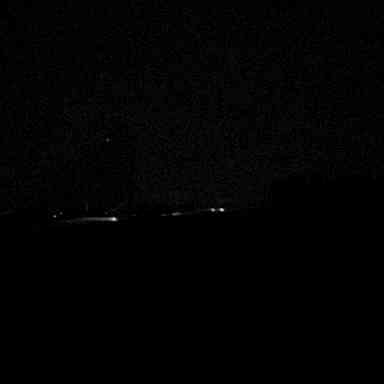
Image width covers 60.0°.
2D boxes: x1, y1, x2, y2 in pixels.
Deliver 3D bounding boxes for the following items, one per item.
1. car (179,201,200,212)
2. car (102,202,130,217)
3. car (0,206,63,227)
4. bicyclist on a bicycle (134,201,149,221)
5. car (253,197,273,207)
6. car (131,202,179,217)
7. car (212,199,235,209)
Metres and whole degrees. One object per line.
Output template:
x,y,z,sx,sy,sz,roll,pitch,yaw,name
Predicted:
-1.068,1.772,41.631,1.895,1.301,4.718,-2,-1,35,car
-6.832,1.711,33.477,1.812,1.442,4.674,-2,-1,35,car
-12.561,1.754,25.300,2.033,1.411,5.357,-2,-1,34,car
-4.093,1.513,26.981,1.656,1.620,0.582,-1,0,35,bicyclist on a bicycle
11.759,1.628,54.755,1.882,1.535,5.008,-2,-1,35,car
-3.610,1.667,32.930,1.994,1.385,4.181,-2,-1,35,car
4.755,1.714,49.826,1.812,1.442,4.674,-2,-1,36,car
